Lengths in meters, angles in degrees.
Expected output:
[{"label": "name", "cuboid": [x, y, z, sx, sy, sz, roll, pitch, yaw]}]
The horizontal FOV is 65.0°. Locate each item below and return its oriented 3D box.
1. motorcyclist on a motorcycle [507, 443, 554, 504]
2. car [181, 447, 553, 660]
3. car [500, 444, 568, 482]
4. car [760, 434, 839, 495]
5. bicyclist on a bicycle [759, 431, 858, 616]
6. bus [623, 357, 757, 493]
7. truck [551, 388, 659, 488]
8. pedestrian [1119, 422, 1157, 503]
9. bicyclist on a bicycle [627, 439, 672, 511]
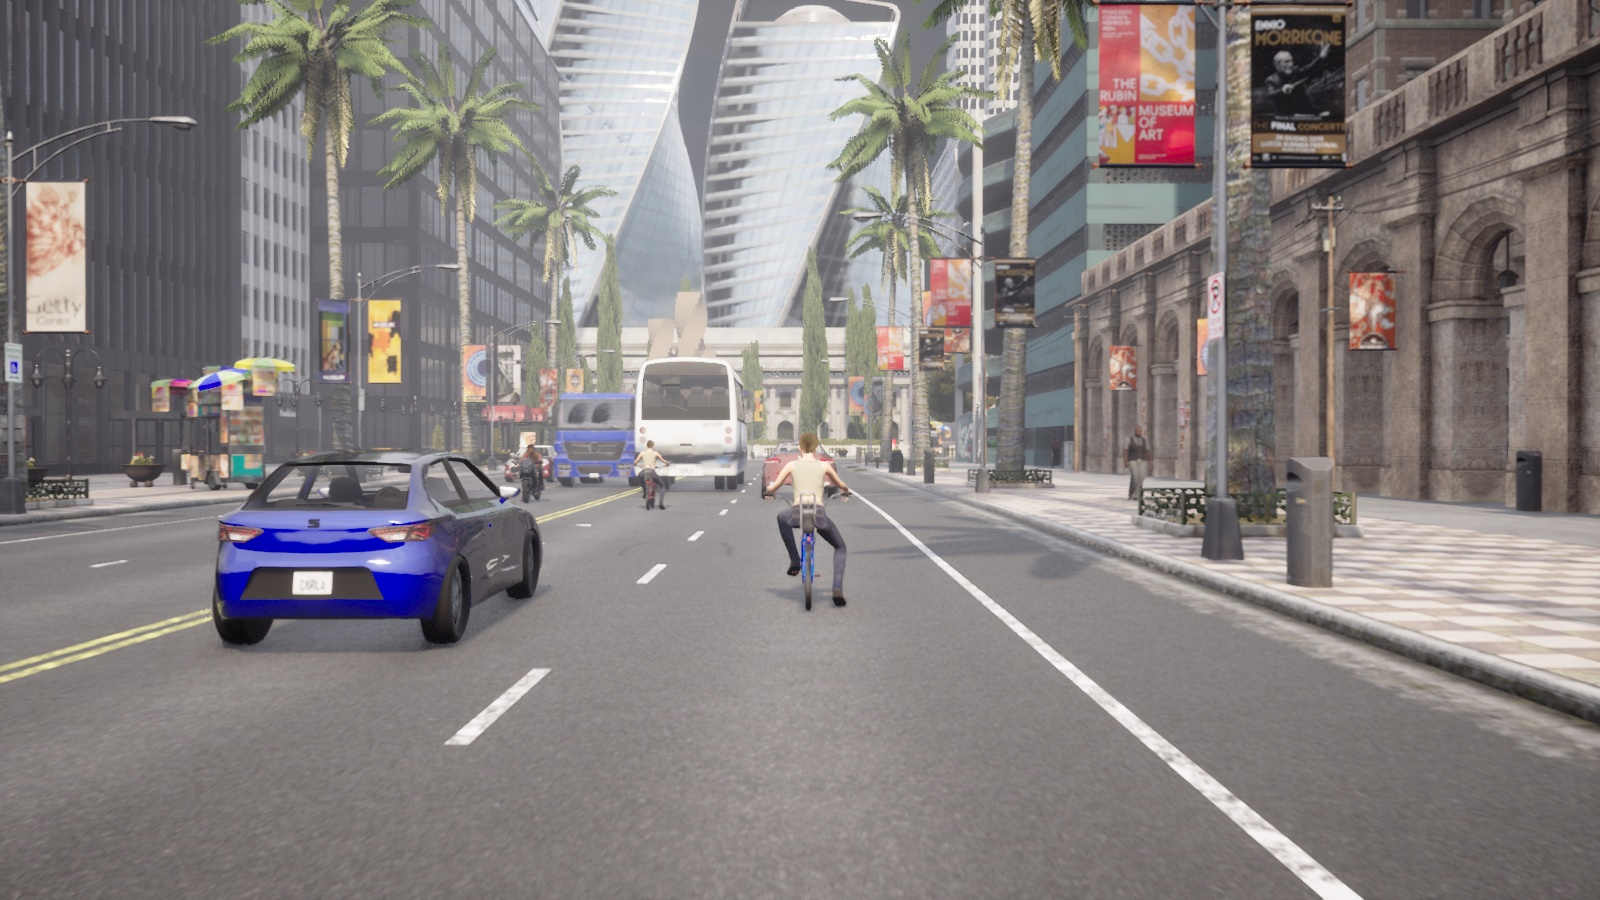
[{"label": "motorcyclist on a motorcycle", "cuboid": [-6.990, 0.592, 32.671, 0.797, 1.523, 2.044, 0, 0, -1]}, {"label": "car", "cuboid": [-3.425, 0.714, 10.842, 1.816, 1.474, 4.193, 0, 0, -1]}, {"label": "car", "cuboid": [-10.686, 0.500, 50.659, 1.970, 1.475, 3.806, 0, 0, -1]}, {"label": "car", "cuboid": [-0.036, 0.378, 36.639, 2.152, 1.651, 5.027, 0, 0, -1]}, {"label": "bicyclist on a bicycle", "cuboid": [0.074, 0.636, 11.691, 0.866, 1.612, 1.509, 0, 0, 0]}, {"label": "bus", "cuboid": [-3.613, -0.809, 44.406, 3.944, 4.253, 10.273, 0, 0, -1]}, {"label": "truck", "cuboid": [-7.147, -0.430, 47.213, 2.891, 3.462, 7.936, 0, 0, -1]}, {"label": "pedestrian", "cuboid": [7.933, 0.291, 29.476, 0.563, 1.883, 0.849, 0, 0, -7]}, {"label": "bicyclist on a bicycle", "cuboid": [-3.455, 0.564, 28.942, 0.866, 1.612, 1.509, 0, 0, -1]}]
